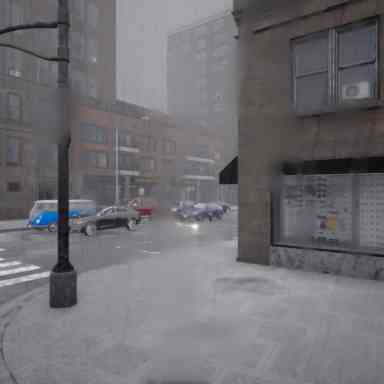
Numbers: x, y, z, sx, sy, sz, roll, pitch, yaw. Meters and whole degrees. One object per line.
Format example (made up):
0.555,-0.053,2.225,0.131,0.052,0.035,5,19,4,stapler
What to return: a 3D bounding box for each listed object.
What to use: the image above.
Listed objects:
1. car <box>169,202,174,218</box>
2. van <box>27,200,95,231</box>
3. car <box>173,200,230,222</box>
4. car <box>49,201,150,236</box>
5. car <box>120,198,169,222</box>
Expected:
-1.040,1.466,28.877,1.967,1.590,4.097,0,0,36,car
-7.604,1.358,19.812,1.690,1.788,3.998,0,0,36,van
0.861,1.552,26.804,1.812,1.442,4.674,0,0,36,car
-5.006,1.509,18.699,2.128,1.511,4.902,0,0,36,car
-4.322,1.336,24.345,2.192,1.841,5.009,0,0,36,car
